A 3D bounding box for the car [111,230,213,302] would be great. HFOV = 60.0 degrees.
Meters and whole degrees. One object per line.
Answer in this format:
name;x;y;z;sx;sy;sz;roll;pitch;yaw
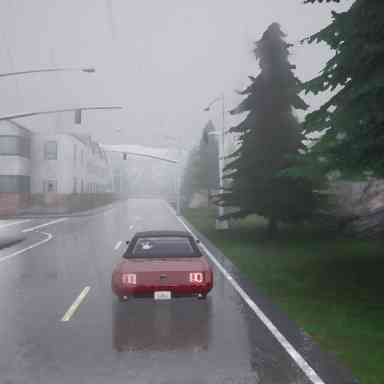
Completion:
car;-0.719;1.601;8.291;1.895;1.301;4.718;0;0;-5
